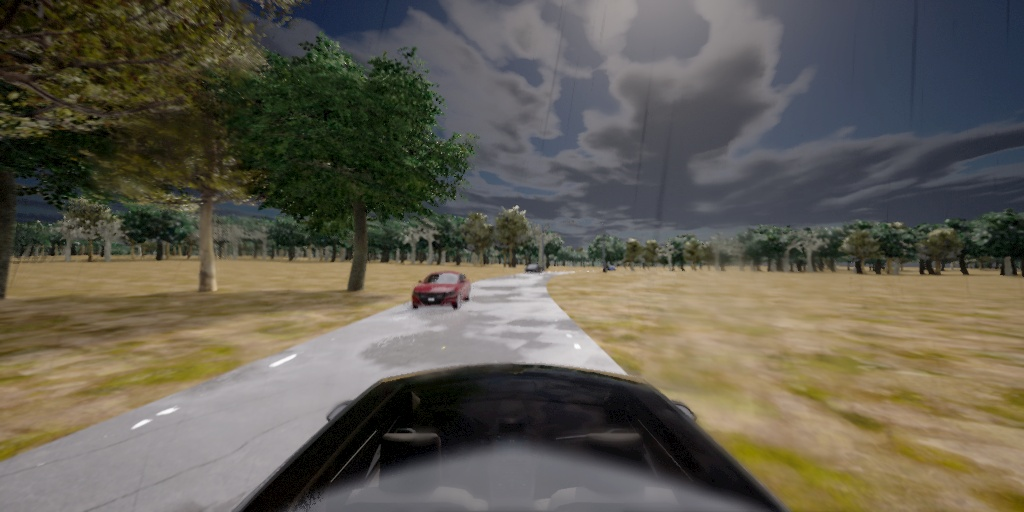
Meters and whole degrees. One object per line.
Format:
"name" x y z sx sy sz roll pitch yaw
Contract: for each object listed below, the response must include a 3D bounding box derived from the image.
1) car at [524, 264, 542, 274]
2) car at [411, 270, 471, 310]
"car" 3.333 2.005 56.236 1.882 1.535 5.008 -1 -1 18
"car" -3.002 1.412 16.060 1.882 1.535 5.008 0 -1 1
